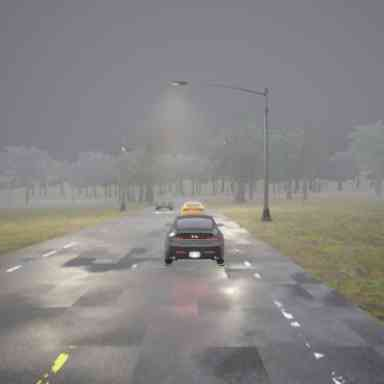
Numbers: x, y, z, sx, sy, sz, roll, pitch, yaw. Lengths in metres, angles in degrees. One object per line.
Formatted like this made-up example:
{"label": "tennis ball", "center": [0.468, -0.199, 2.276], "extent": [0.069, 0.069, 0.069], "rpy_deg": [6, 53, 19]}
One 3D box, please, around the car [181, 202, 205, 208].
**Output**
{"label": "car", "center": [0.086, 1.584, 28.557], "extent": [1.882, 1.535, 5.008], "rpy_deg": [0, 0, 0]}

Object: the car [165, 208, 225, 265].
{"label": "car", "center": [0.086, 1.530, 11.796], "extent": [1.837, 1.490, 4.892], "rpy_deg": [0, 0, 0]}

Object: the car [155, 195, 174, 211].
{"label": "car", "center": [-3.584, 1.412, 44.192], "extent": [2.150, 2.045, 5.566], "rpy_deg": [0, -1, 0]}
